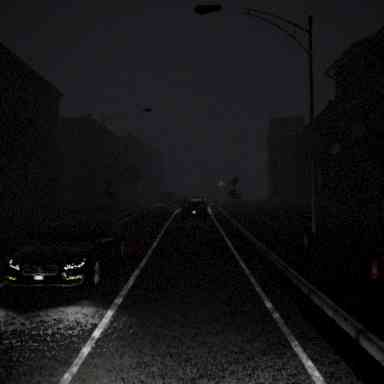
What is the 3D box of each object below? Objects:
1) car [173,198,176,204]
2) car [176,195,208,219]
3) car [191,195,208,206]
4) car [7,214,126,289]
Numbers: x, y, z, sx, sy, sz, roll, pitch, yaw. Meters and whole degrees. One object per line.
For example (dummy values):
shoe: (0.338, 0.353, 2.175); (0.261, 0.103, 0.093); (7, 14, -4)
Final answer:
car: (-1.481, 1.118, 49.508); (2.033, 1.411, 5.357); (0, -1, 7)
car: (0.159, 1.082, 24.452); (2.128, 1.511, 4.902); (0, 1, 0)
car: (1.062, 1.097, 42.957); (1.895, 1.301, 4.718); (0, 0, 5)
car: (-3.088, 1.433, 9.132); (1.837, 1.490, 4.892); (0, 1, 0)
